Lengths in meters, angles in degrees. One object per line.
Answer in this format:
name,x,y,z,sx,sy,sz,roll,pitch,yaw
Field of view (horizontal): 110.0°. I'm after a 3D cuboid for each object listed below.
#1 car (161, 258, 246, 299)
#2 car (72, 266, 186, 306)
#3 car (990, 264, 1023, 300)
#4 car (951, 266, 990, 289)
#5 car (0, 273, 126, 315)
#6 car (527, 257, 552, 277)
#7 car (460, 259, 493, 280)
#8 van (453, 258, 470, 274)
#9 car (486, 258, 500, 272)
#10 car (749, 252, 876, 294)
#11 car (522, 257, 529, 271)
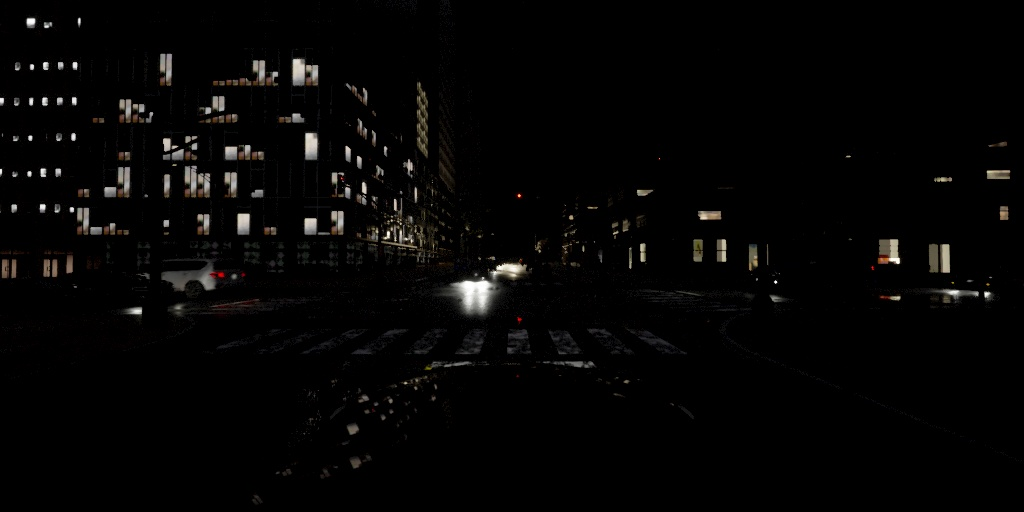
car,-17.136,1.150,18.827,5.566,2.045,2.150,0,-1,3
car,-17.858,1.359,15.819,5.008,1.535,1.882,-1,-1,1
car,20.717,0.994,12.746,4.829,1.417,1.751,0,0,1
car,25.608,1.088,18.482,4.181,1.385,1.994,-1,-1,1
car,-17.391,1.413,13.206,4.207,1.307,1.802,0,0,1
car,2.774,1.194,34.995,1.967,1.591,4.097,0,0,0
car,-2.952,1.246,31.115,2.128,1.511,4.902,0,0,-2
van,-5.593,1.096,40.652,1.690,1.789,3.998,0,0,0
car,-2.981,1.281,47.422,1.812,1.442,4.674,0,0,0
car,15.505,0.842,18.643,5.566,2.045,2.150,-1,-1,-1
car,2.802,1.070,46.343,2.192,1.841,5.009,0,0,0
